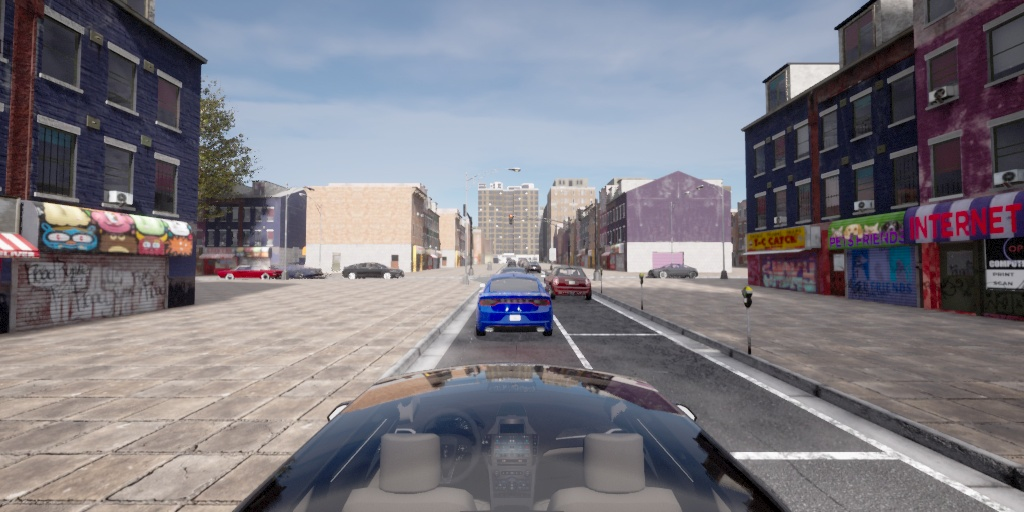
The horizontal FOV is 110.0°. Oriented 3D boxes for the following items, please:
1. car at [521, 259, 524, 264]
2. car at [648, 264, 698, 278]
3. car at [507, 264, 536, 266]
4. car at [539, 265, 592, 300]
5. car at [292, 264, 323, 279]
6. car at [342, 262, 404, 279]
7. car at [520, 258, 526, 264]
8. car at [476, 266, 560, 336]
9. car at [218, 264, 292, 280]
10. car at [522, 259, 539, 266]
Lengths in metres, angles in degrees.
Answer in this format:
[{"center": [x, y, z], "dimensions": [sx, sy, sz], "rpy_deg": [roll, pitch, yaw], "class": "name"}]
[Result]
[{"center": [2.633, 1.452, 50.002], "dimensions": [1.948, 1.339, 4.313], "rpy_deg": [0, 0, 0], "class": "car"}, {"center": [14.605, 1.379, 32.653], "dimensions": [4.181, 1.385, 1.994], "rpy_deg": [0, -2, 0], "class": "car"}, {"center": [0.098, 1.292, 18.022], "dimensions": [1.812, 1.442, 4.674], "rpy_deg": [0, 0, 0], "class": "car"}, {"center": [2.635, 1.206, 17.822], "dimensions": [1.967, 1.591, 4.097], "rpy_deg": [0, 0, 0], "class": "car"}, {"center": [-20.309, 1.468, 32.872], "dimensions": [5.357, 1.411, 2.033], "rpy_deg": [0, -2, 0], "class": "car"}, {"center": [-11.508, 1.270, 29.881], "dimensions": [4.892, 1.490, 1.837], "rpy_deg": [0, -2, 2], "class": "car"}, {"center": [2.633, 1.448, 55.609], "dimensions": [1.751, 1.417, 4.829], "rpy_deg": [0, 0, 0], "class": "car"}, {"center": [0.039, 1.233, 10.481], "dimensions": [1.882, 1.535, 5.008], "rpy_deg": [0, 0, -1], "class": "car"}, {"center": [-21.506, 1.436, 29.929], "dimensions": [4.718, 1.301, 1.895], "rpy_deg": [-1, -2, 0], "class": "car"}, {"center": [2.634, 1.420, 44.566], "dimensions": [1.948, 1.339, 4.313], "rpy_deg": [0, 0, 0], "class": "car"}]
